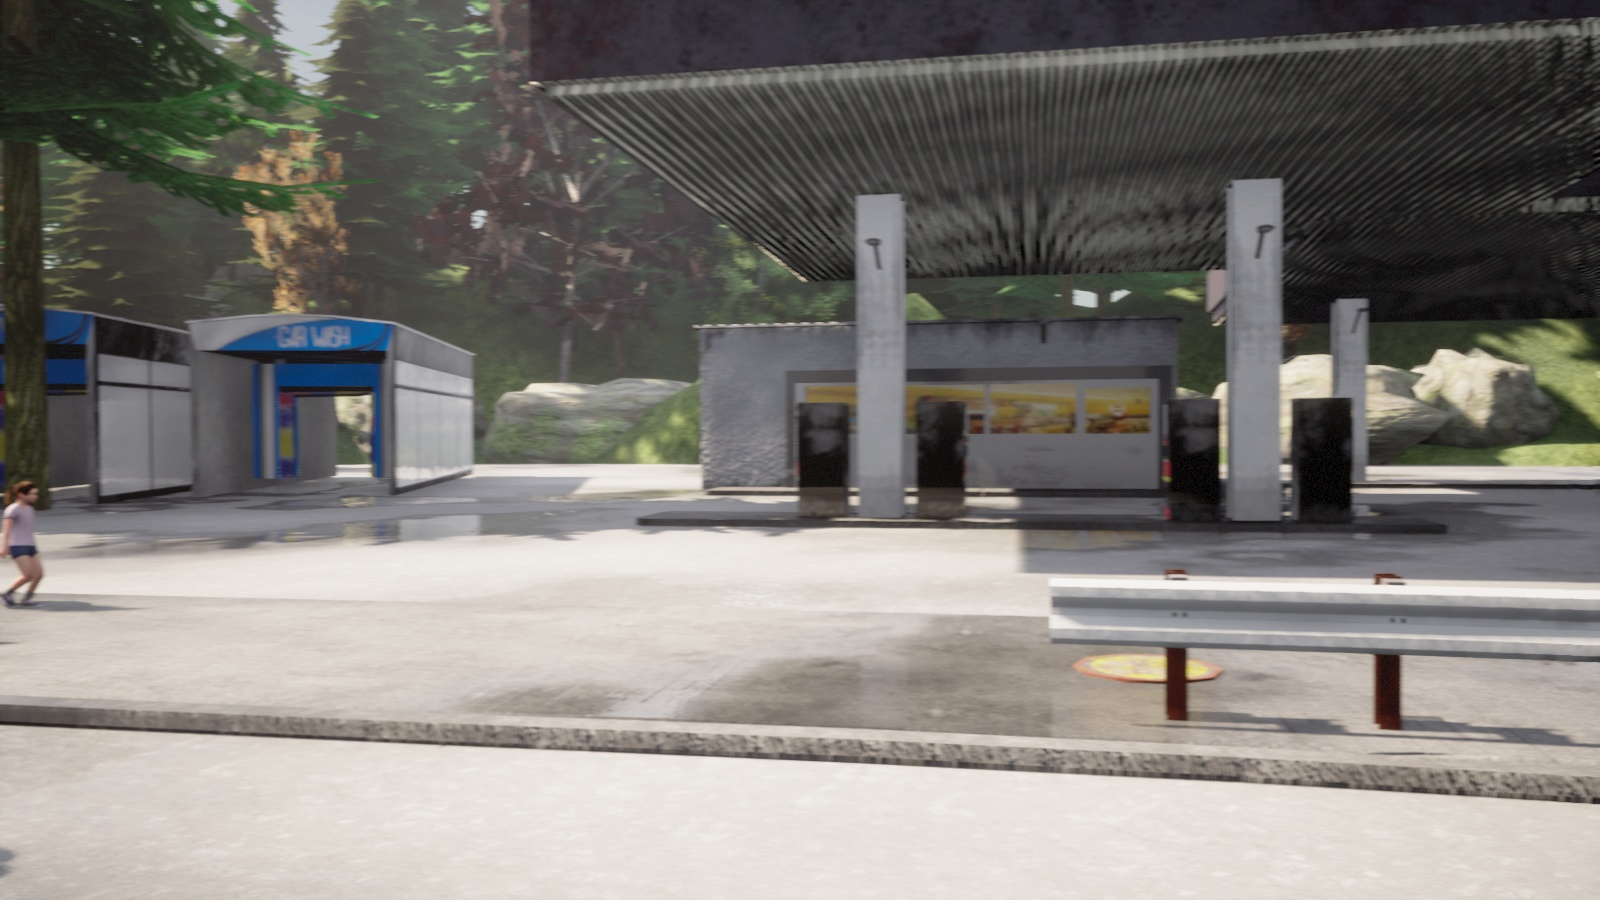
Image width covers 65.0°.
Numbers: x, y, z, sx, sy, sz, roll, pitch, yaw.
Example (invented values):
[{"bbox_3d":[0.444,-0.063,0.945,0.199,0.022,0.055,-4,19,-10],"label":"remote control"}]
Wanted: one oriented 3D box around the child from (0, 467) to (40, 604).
[{"bbox_3d":[-6.552,0.697,10.361,0.394,1.110,0.255,0,1,-4],"label":"child"}]
